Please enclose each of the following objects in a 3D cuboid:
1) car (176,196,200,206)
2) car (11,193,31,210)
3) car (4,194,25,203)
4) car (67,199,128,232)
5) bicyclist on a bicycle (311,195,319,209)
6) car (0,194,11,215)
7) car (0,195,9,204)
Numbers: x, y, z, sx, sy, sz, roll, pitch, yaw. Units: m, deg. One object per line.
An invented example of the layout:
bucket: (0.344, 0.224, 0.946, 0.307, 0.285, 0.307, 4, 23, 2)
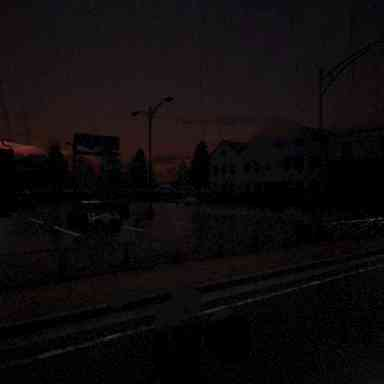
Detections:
car: (-0.643, 1.349, 50.228, 1.812, 1.442, 4.674, 0, 0, -36)
car: (-19.827, 1.092, 38.162, 1.905, 1.878, 3.866, 0, 0, -36)
car: (-38.980, 1.328, 73.235, 3.866, 1.878, 1.905, 0, 0, -36)
car: (-5.302, 1.248, 17.903, 1.970, 1.475, 3.806, 0, 0, -36)
bicyclist on a bicycle: (13.668, 1.124, 36.853, 1.656, 1.620, 0.582, 0, 0, -36)
car: (-17.911, 1.113, 29.853, 1.932, 1.855, 4.605, 0, 0, -36)
car: (-39.204, 1.495, 66.106, 4.611, 1.667, 2.242, 0, 0, -36)
